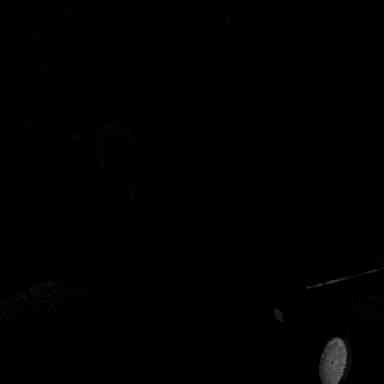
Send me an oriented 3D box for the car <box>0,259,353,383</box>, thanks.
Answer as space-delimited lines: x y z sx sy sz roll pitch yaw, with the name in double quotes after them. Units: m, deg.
-0.241 1.495 3.576 5.008 1.535 1.882 1 0 -36 "car"
